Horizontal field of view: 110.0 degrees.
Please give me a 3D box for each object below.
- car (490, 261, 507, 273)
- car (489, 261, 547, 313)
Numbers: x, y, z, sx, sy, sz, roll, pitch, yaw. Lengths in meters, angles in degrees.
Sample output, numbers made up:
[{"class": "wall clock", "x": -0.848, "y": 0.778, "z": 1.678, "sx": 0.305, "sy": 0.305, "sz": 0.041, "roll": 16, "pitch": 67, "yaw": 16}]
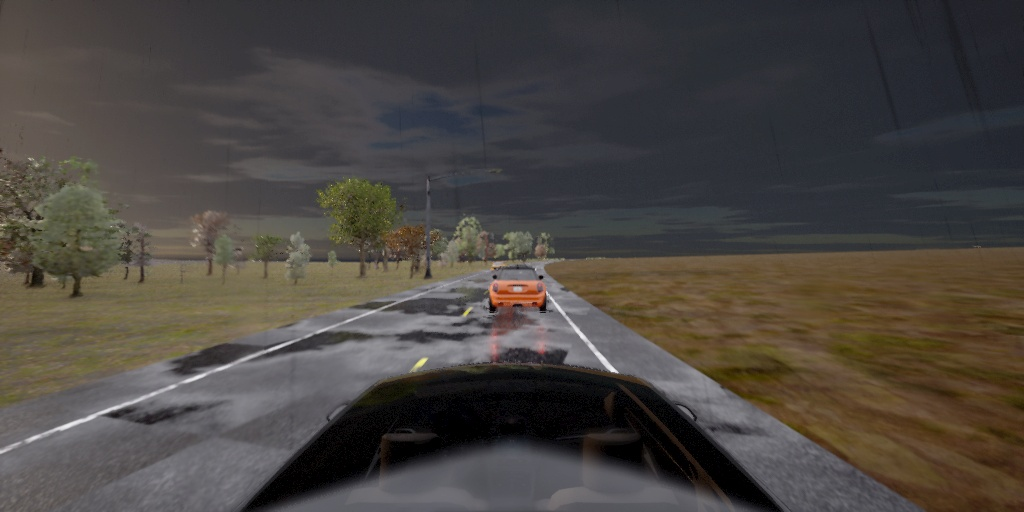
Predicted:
[{"class": "car", "x": -1.904, "y": 1.536, "z": 51.917, "sx": 1.882, "sy": 1.535, "sz": 5.008, "roll": 0, "pitch": 0, "yaw": 4}, {"class": "car", "x": 0.238, "y": 1.181, "z": 14.658, "sx": 2.097, "sy": 1.767, "sz": 4.553, "roll": 0, "pitch": 0, "yaw": 1}]
